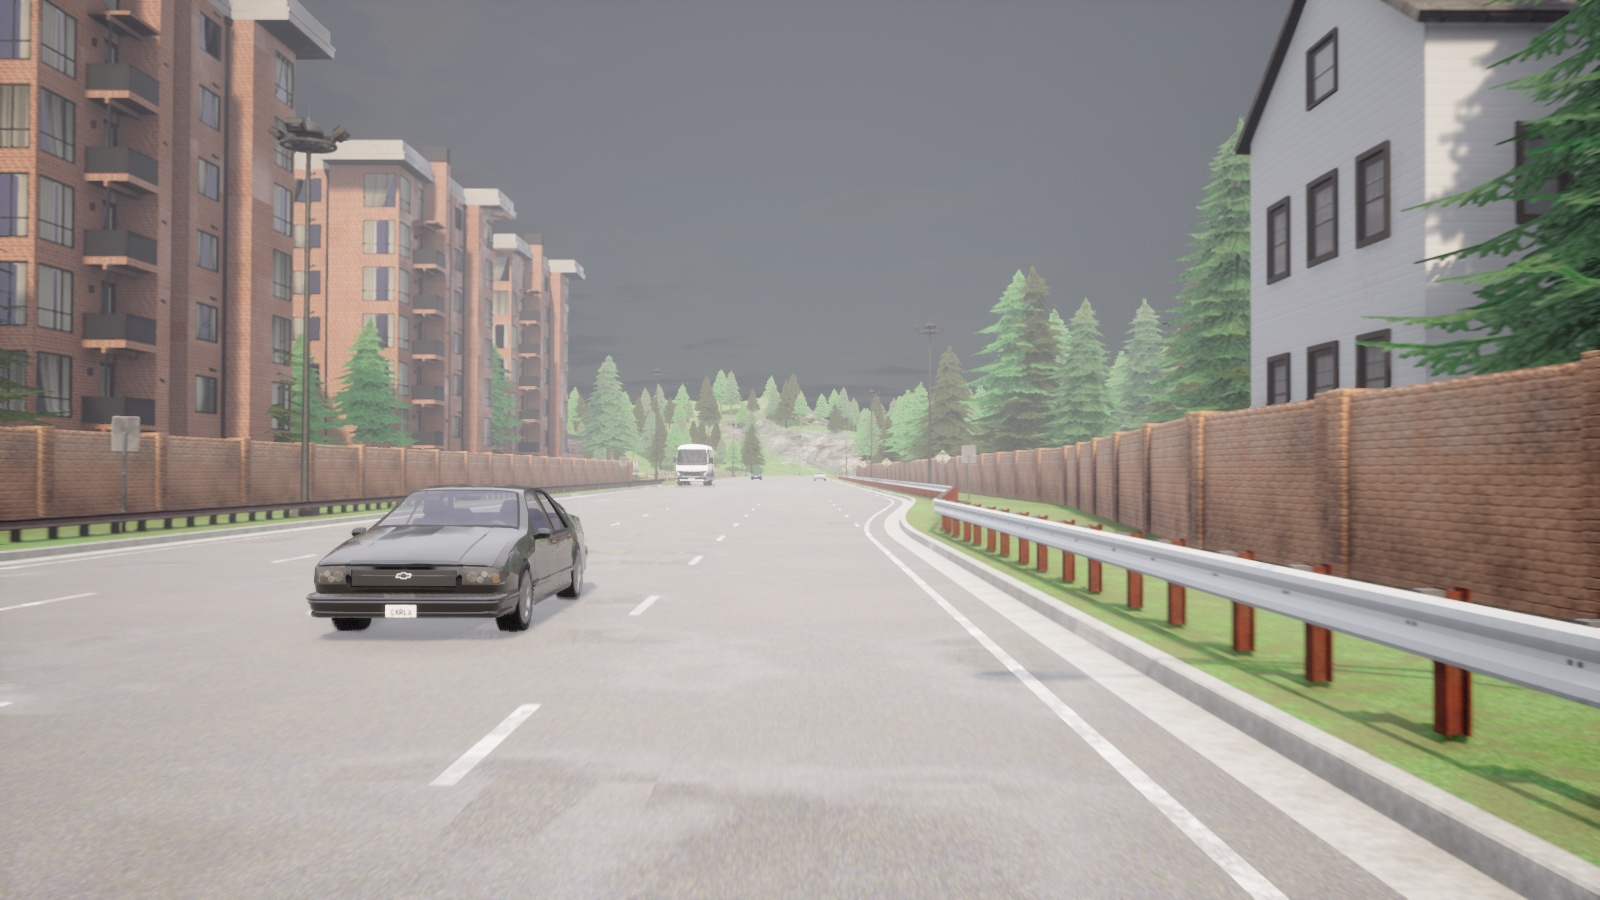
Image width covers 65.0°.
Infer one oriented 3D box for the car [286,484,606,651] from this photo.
[{"bbox_3d":[-3.541,1.107,13.777,2.033,1.411,5.357,0,-1,0],"label":"car"}]
